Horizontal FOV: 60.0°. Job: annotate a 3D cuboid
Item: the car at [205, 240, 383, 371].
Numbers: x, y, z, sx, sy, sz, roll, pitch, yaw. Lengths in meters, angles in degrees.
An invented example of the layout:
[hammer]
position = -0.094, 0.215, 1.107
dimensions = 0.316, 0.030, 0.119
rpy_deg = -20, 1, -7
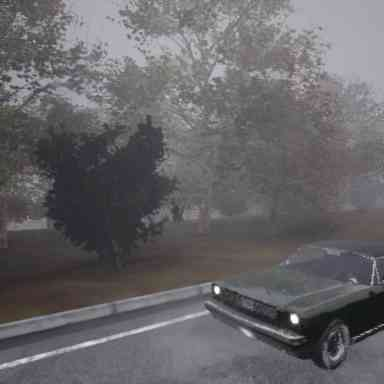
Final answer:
[car]
position = 2.550, 1.603, 5.809
dimensions = 4.718, 1.301, 1.895
rpy_deg = 0, 0, -35
